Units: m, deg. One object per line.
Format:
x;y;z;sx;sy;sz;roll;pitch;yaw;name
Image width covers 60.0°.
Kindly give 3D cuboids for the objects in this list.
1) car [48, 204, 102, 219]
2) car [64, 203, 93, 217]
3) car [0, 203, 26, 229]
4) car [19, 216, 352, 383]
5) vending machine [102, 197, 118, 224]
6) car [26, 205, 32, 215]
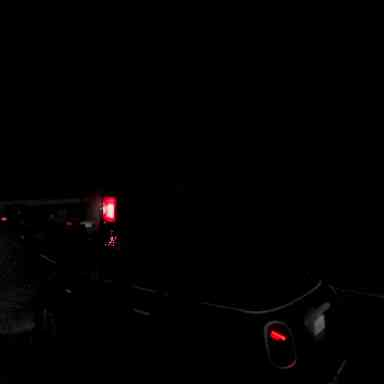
-5.652;1.487;16.066;2.097;1.767;4.553;0;-1;-34;car
-12.186;1.900;35.915;1.895;1.301;4.718;0;0;-5;car
-13.029;1.743;22.735;2.033;1.411;5.357;0;0;-20;car
-0.337;1.391;4.753;4.553;1.767;2.097;0;-1;39;car
-6.438;1.411;26.118;1.100;2.100;0.880;0;0;-19;vending machine
-18.992;1.872;36.077;1.994;1.385;4.181;0;0;-5;car
